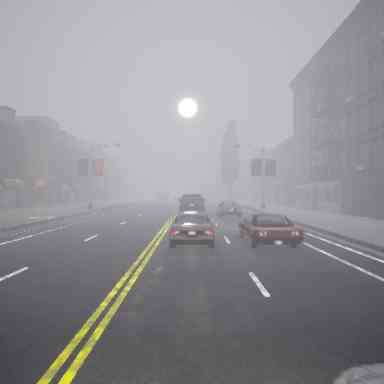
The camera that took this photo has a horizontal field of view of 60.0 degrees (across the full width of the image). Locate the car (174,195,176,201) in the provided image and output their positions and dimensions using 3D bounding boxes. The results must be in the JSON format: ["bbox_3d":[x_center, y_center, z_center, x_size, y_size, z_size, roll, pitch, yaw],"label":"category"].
[{"bbox_3d":[-3.250,1.429,76.720,1.895,1.301,4.718,0,0,0],"label":"car"}]

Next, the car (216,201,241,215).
[{"bbox_3d":[3.250,1.480,29.650,2.033,1.411,5.357,0,0,0],"label":"car"}]

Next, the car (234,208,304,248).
[{"bbox_3d":[3.250,1.596,14.680,1.895,1.301,4.718,0,0,0],"label":"car"}]

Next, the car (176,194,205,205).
[{"bbox_3d":[0.000,1.174,29.680,2.150,2.045,5.566,0,0,0],"label":"car"}]

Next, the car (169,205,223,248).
[{"bbox_3d":[0.000,1.543,14.650,2.033,1.411,5.357,0,0,0],"label":"car"}]

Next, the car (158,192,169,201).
[{"bbox_3d":[-6.500,1.059,76.721,2.150,2.045,5.566,0,0,0],"label":"car"}]
